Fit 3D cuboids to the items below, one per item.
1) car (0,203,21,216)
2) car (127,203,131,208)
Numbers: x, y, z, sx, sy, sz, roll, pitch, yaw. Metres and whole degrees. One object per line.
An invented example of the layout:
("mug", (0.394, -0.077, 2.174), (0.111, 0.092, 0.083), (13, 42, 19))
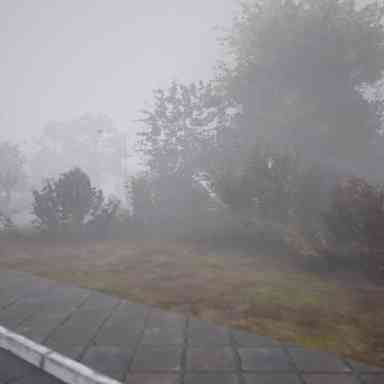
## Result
("car", (-18.058, 1.598, 29.312), (2.033, 1.411, 5.357), (0, 0, 36))
("car", (-6.923, 1.599, 46.987), (2.033, 1.411, 5.357), (0, 0, 32))
